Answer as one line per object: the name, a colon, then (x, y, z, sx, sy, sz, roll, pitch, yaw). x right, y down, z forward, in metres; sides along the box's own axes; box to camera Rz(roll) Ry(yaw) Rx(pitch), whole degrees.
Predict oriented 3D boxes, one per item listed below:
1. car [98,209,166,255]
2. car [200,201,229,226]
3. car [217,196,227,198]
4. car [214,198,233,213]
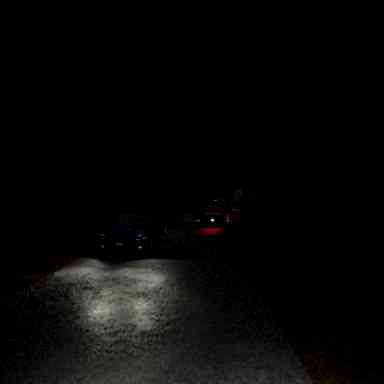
car: (-2.281, 1.512, 13.725, 1.882, 1.535, 5.008, 0, 0, 4)
car: (1.658, 1.660, 24.962, 1.837, 1.490, 4.892, 0, 0, 6)
car: (5.411, 1.511, 61.605, 2.097, 1.767, 4.553, 2, 2, 14)
car: (4.217, 1.867, 42.673, 2.128, 1.511, 4.902, 0, 0, 10)
